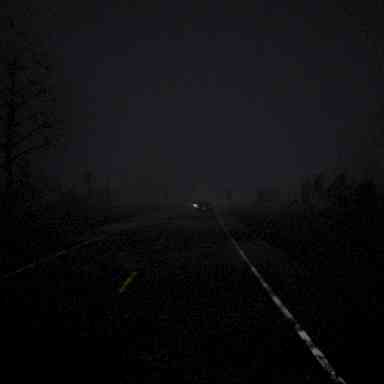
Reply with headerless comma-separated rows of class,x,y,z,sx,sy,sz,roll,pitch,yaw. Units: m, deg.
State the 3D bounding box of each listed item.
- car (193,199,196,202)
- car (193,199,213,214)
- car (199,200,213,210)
car,1.410,2.197,76.557,1.994,1.385,4.181,0,0,7
car,1.597,1.919,40.918,1.994,1.385,4.181,0,0,4
car,2.187,1.998,50.342,1.994,1.385,4.181,0,0,5
